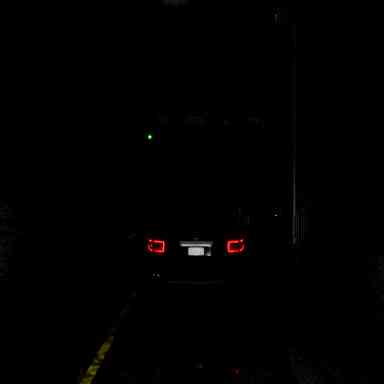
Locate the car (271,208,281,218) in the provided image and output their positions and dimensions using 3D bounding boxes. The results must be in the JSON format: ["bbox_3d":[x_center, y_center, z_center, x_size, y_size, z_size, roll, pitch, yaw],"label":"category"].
[{"bbox_3d":[9.047,1.588,27.633,4.718,1.301,1.895,0,0,-10],"label":"car"}]

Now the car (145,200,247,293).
[{"bbox_3d":[0.079,1.223,9.015,2.150,2.045,5.566,0,0,0],"label":"car"}]
